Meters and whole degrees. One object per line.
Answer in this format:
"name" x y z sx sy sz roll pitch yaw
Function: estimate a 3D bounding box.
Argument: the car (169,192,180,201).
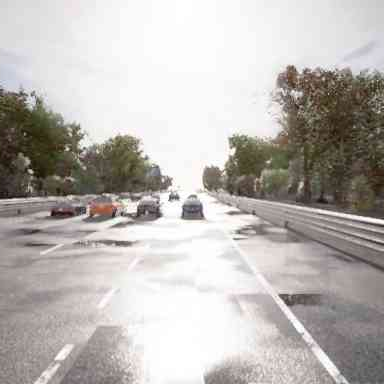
"car" -3.345 0.835 64.161 2.097 1.767 4.553 0 1 0

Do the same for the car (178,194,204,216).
"car" 0.052 1.236 29.450 1.882 1.535 5.008 0 1 0

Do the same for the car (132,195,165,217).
"car" -3.457 1.277 27.962 1.837 1.490 4.892 0 1 0

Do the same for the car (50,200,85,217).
"car" -10.456 1.330 28.554 1.994 1.385 4.181 0 1 0

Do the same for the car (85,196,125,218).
"car" -6.961 1.123 27.722 2.097 1.767 4.553 0 0 0

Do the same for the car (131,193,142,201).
"car" -10.349 0.980 63.397 2.128 1.511 4.902 0 0 0
